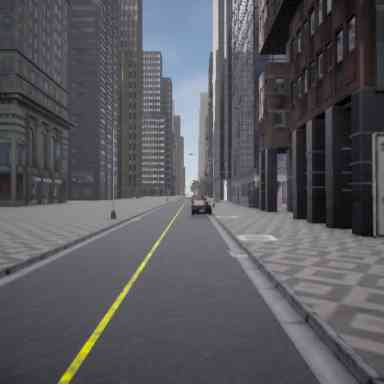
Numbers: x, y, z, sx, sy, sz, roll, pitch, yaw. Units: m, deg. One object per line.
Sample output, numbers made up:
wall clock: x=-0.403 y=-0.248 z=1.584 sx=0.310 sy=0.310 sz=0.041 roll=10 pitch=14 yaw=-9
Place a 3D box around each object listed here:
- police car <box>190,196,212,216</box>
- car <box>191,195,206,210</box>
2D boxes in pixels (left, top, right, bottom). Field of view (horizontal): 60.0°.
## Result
police car: x=0.899 y=1.476 z=32.701 sx=1.930 sy=1.638 sz=5.238 roll=0 pitch=0 yaw=0
car: x=0.897 y=1.415 z=48.624 sx=2.150 sy=2.045 sz=5.566 roll=0 pitch=0 yaw=0
